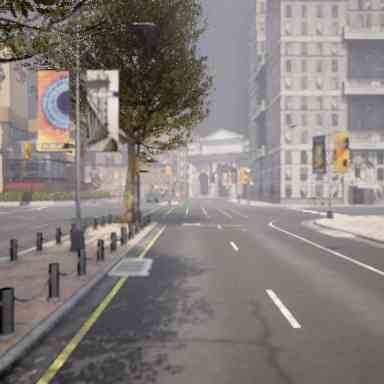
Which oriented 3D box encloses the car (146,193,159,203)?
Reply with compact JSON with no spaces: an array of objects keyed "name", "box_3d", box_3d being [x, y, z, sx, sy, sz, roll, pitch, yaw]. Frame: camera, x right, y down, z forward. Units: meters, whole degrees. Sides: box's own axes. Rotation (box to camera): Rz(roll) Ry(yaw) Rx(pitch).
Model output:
[{"name":"car","box_3d":[-8.036,1.145,68.557,2.150,2.045,5.566,0,0,0]}]
